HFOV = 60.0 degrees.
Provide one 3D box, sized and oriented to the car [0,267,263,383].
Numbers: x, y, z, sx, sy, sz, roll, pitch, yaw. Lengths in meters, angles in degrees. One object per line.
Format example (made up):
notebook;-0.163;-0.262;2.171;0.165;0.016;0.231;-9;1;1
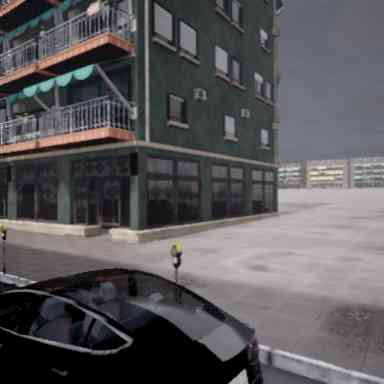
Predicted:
car;-1.338;1.580;3.826;4.313;1.339;1.947;0;0;35
